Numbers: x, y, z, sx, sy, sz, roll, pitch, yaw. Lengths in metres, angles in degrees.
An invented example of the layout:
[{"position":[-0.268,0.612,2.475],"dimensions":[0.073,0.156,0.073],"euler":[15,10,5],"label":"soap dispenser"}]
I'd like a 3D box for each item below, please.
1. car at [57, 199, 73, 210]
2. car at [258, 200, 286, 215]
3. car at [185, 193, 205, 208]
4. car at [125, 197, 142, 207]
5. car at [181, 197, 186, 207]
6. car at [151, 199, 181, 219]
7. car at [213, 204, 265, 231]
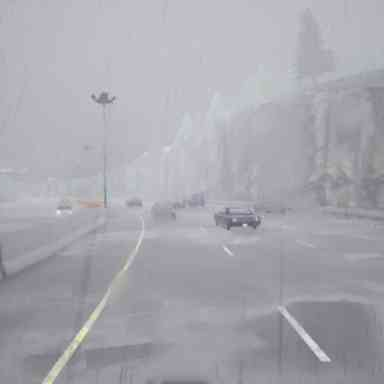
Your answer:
[{"position":[-18.271,1.801,47.972],"dimensions":[1.837,1.490,4.892],"euler":[0,2,-19],"label":"car"},{"position":[7.478,1.449,32.667],"dimensions":[1.994,1.385,4.181],"euler":[-1,0,-12],"label":"car"},{"position":[0.125,1.231,48.550],"dimensions":[2.150,2.045,5.566],"euler":[0,0,-19],"label":"car"},{"position":[-9.537,1.520,54.024],"dimensions":[2.097,1.767,4.553],"euler":[-1,0,-20],"label":"car"},{"position":[-2.798,1.657,46.200],"dimensions":[1.895,1.301,4.718],"euler":[-1,0,-18],"label":"car"},{"position":[-2.606,1.597,29.662],"dimensions":[2.033,1.411,5.357],"euler":[-1,0,-11],"label":"car"},{"position":[2.625,1.563,20.593],"dimensions":[1.895,1.301,4.718],"euler":[-1,0,-8],"label":"car"}]
